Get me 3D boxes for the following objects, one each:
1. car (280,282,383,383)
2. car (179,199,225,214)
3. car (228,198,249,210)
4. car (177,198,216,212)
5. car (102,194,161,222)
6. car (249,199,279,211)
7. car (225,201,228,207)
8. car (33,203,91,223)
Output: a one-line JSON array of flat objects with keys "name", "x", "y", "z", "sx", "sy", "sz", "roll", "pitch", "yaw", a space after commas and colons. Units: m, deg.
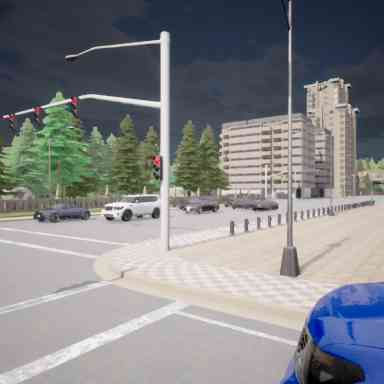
[{"name": "car", "x": 3.299, "y": 1.221, "z": 1.613, "sx": 5.566, "sy": 2.045, "sz": 2.150, "roll": 0, "pitch": 0, "yaw": 36}, {"name": "car", "x": 1.058, "y": 1.491, "z": 35.283, "sx": 2.128, "sy": 1.511, "sz": 4.902, "roll": 0, "pitch": 0, "yaw": 36}, {"name": "car", "x": 6.884, "y": 1.564, "z": 43.426, "sx": 1.994, "sy": 1.385, "sz": 4.181, "roll": 0, "pitch": 0, "yaw": 36}, {"name": "car", "x": 0.641, "y": 1.547, "z": 40.726, "sx": 2.033, "sy": 1.411, "sz": 5.357, "roll": 0, "pitch": 0, "yaw": 36}, {"name": "car", "x": -4.706, "y": 1.221, "z": 27.203, "sx": 2.150, "sy": 2.045, "sz": 5.566, "roll": 0, "pitch": 0, "yaw": 35}, {"name": "car", "x": 8.928, "y": 1.564, "z": 39.956, "sx": 1.994, "sy": 1.385, "sz": 4.181, "roll": 0, "pitch": 0, "yaw": 35}, {"name": "car", "x": 6.465, "y": 1.564, "z": 48.835, "sx": 1.994, "sy": 1.385, "sz": 4.181, "roll": 0, "pitch": 0, "yaw": 36}, {"name": "car", "x": -9.999, "y": 1.564, "z": 25.809, "sx": 1.994, "sy": 1.385, "sz": 4.181, "roll": 0, "pitch": 0, "yaw": 35}]
